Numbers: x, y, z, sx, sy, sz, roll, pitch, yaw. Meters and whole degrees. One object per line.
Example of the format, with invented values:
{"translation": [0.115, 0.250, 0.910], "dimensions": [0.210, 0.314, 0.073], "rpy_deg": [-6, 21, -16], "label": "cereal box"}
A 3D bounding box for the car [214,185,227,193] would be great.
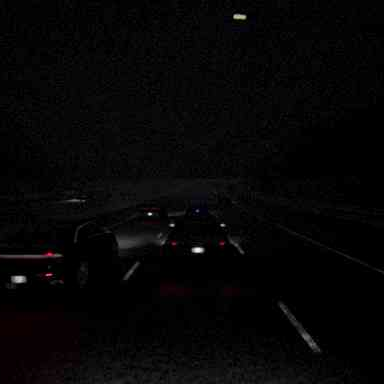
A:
{"translation": [5.739, 0.070, 70.683], "dimensions": [2.097, 1.767, 4.553], "rpy_deg": [0, 2, 4], "label": "car"}

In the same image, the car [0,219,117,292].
{"translation": [-3.342, 1.466, 8.880], "dimensions": [2.128, 1.511, 4.902], "rpy_deg": [0, 0, 0], "label": "car"}

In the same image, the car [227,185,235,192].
{"translation": [10.307, -0.973, 89.240], "dimensions": [2.150, 2.045, 5.566], "rpy_deg": [0, 2, 5], "label": "car"}

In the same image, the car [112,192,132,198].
{"translation": [-12.396, 0.694, 60.416], "dimensions": [1.895, 1.301, 4.718], "rpy_deg": [0, 2, 4], "label": "car"}

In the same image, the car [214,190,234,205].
{"translation": [4.538, 0.931, 47.541], "dimensions": [1.882, 1.535, 5.008], "rpy_deg": [0, 1, 2], "label": "car"}

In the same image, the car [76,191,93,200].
{"translation": [-19.391, 0.596, 60.707], "dimensions": [1.837, 1.490, 4.892], "rpy_deg": [0, 2, 4], "label": "car"}

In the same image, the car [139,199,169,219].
{"translation": [-3.040, 1.348, 26.984], "dimensions": [1.837, 1.490, 4.892], "rpy_deg": [0, 1, 1], "label": "car"}

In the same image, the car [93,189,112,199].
{"translation": [-15.896, 0.656, 60.576], "dimensions": [1.994, 1.385, 4.181], "rpy_deg": [0, 2, 4], "label": "car"}

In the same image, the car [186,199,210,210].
{"translation": [0.504, 1.302, 28.708], "dimensions": [1.882, 1.535, 5.008], "rpy_deg": [0, 1, 1], "label": "car"}

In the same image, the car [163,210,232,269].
{"translation": [0.180, 1.527, 10.981], "dimensions": [1.994, 1.385, 4.181], "rpy_deg": [0, 0, 1], "label": "car"}

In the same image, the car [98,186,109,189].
{"translation": [-21.166, -0.561, 79.025], "dimensions": [2.097, 1.767, 4.553], "rpy_deg": [0, 2, 1], "label": "car"}
